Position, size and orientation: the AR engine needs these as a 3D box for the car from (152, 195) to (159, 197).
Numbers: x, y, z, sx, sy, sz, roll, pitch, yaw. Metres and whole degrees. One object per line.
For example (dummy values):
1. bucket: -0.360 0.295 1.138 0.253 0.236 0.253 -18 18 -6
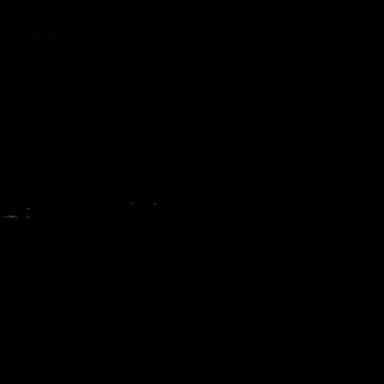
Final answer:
1. car: -7.027 1.329 67.105 2.128 1.511 4.902 -1 0 18
